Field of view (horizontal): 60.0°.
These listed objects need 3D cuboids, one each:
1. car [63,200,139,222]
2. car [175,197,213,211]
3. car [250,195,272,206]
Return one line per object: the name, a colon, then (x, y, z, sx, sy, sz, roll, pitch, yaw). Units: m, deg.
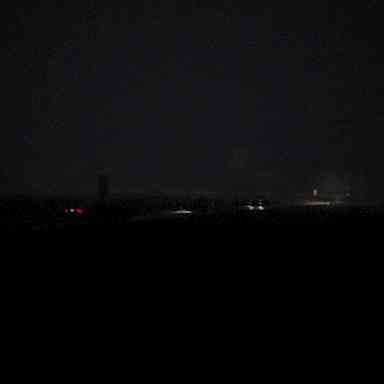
car: (-6.069, 1.233, 22.835, 2.033, 1.411, 5.357, 1, 0, 35)
car: (0.389, 1.320, 37.245, 2.033, 1.411, 5.357, 1, 0, 35)
car: (10.816, 1.336, 52.227, 2.097, 1.767, 4.553, 1, 0, 35)
